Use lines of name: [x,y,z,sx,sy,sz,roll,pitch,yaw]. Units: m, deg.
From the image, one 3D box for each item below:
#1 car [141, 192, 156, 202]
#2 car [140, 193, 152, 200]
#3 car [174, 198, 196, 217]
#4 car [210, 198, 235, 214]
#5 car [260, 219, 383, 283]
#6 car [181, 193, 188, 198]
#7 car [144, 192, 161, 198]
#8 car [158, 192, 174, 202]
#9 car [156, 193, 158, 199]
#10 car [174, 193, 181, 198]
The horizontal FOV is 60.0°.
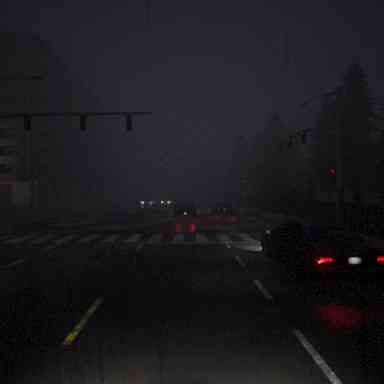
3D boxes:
car: [-8.593,1.153,64.319,1.812,1.442,4.674,0,0,-1]
car: [-11.024,1.016,79.732,1.882,1.535,5.008,0,0,-20]
car: [-0.610,1.437,29.127,1.895,1.301,4.718,0,0,-1]
car: [2.827,1.321,31.806,1.812,1.442,4.674,0,0,-1]
car: [3.369,1.476,9.496,2.033,1.411,5.357,0,0,-1]
car: [-2.701,0.967,86.848,1.837,1.490,4.892,0,0,-27]
car: [-11.068,0.831,93.381,2.128,1.511,4.902,-1,0,-42]
car: [-5.136,1.169,65.699,1.994,1.385,4.181,0,0,-1]
car: [-7.621,1.062,80.654,2.033,1.411,5.357,0,0,-20]
car: [-5.390,1.032,84.373,2.033,1.411,5.357,0,0,-27]
